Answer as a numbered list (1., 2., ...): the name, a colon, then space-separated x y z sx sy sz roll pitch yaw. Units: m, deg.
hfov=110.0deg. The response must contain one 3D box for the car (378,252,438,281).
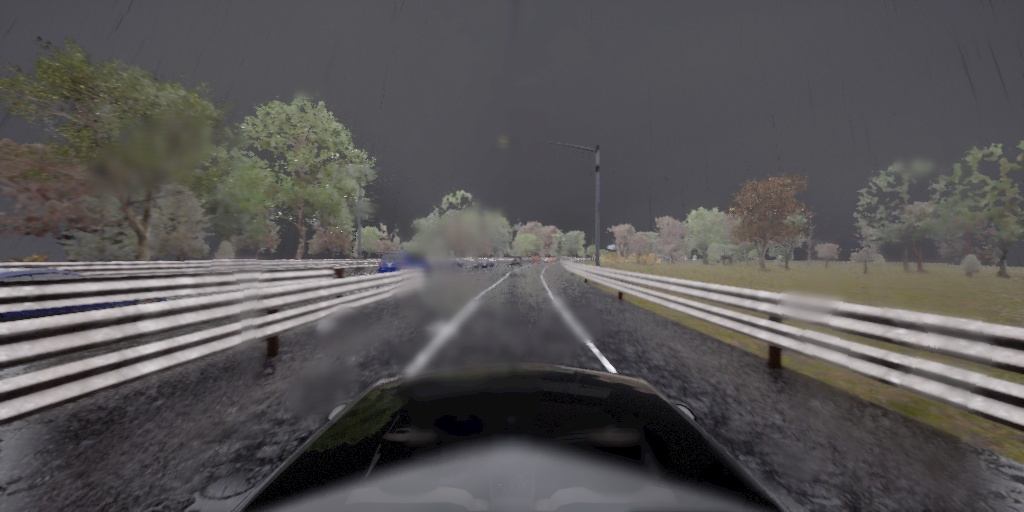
1. car: -7.852 0.738 27.050 2.150 2.045 5.566 0 0 10

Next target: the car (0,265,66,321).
1. car: -14.549 0.988 8.512 1.812 1.442 4.674 0 0 9

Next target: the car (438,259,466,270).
1. car: -7.569 1.156 46.786 1.895 1.301 4.718 0 0 12

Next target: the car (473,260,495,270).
1. car: -3.660 1.170 48.383 1.895 1.301 4.718 0 0 12

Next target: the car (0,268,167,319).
1. car: -11.029 0.999 8.349 1.812 1.442 4.674 0 0 9
